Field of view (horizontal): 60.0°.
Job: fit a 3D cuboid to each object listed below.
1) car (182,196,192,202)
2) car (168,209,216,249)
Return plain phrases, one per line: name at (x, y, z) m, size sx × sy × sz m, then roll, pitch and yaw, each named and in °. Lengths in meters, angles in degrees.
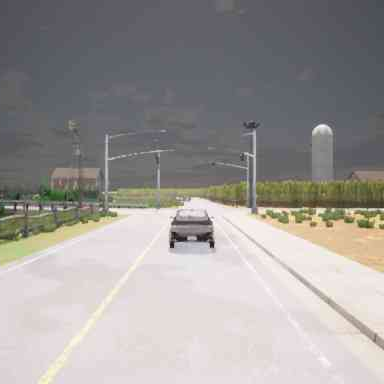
car at (-1.145, 1.553, 75.660) m, size 2.128 × 1.511 × 4.902 m, roll 0°, pitch 0°, yaw -3°
car at (0.000, 1.494, 14.650) m, size 2.128 × 1.511 × 4.902 m, roll 0°, pitch 0°, yaw 0°
